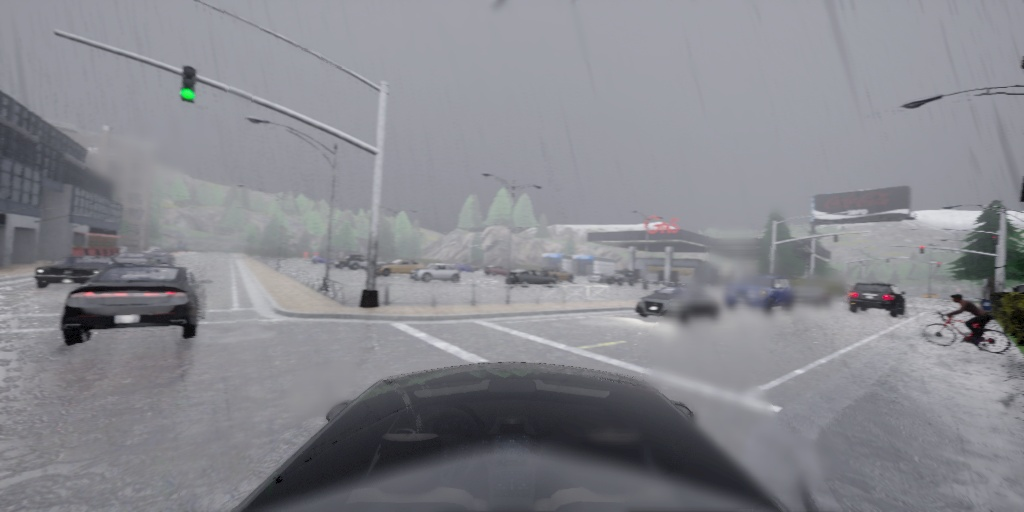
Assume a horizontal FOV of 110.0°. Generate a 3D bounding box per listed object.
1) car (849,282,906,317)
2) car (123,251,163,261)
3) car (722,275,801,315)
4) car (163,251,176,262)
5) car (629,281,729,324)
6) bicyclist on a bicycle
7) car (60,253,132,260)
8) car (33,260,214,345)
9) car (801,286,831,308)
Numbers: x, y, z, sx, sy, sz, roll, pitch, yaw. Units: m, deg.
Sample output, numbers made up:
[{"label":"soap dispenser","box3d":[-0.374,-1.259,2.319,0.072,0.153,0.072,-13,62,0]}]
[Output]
[{"label":"car","box3d":[24.367,2.821,23.915,5.566,2.045,2.150,4,-2,-38]},{"label":"car","box3d":[-25.286,0.432,24.004,1.994,1.385,4.181,4,-2,-38]},{"label":"car","box3d":[14.513,2.179,20.909,5.566,2.045,2.150,4,-2,-38]},{"label":"car","box3d":[-31.408,0.244,31.917,1.994,1.385,4.181,4,-2,-37]},{"label":"car","box3d":[7.054,1.960,15.105,4.181,1.385,1.994,4,-2,-38]},{"label":"bicyclist on a bicycle","box3d":[13.542,1.982,10.733,0.582,1.620,1.656,4,-1,-38]},{"label":"car","box3d":[-19.119,0.661,16.101,1.895,1.301,4.718,4,-2,-38]},{"label":"car","box3d":[-8.347,0.956,8.319,2.128,1.511,4.902,4,-3,-38]},{"label":"car","box3d":[22.553,3.068,27.143,4.892,1.490,1.837,4,-2,-38]}]
